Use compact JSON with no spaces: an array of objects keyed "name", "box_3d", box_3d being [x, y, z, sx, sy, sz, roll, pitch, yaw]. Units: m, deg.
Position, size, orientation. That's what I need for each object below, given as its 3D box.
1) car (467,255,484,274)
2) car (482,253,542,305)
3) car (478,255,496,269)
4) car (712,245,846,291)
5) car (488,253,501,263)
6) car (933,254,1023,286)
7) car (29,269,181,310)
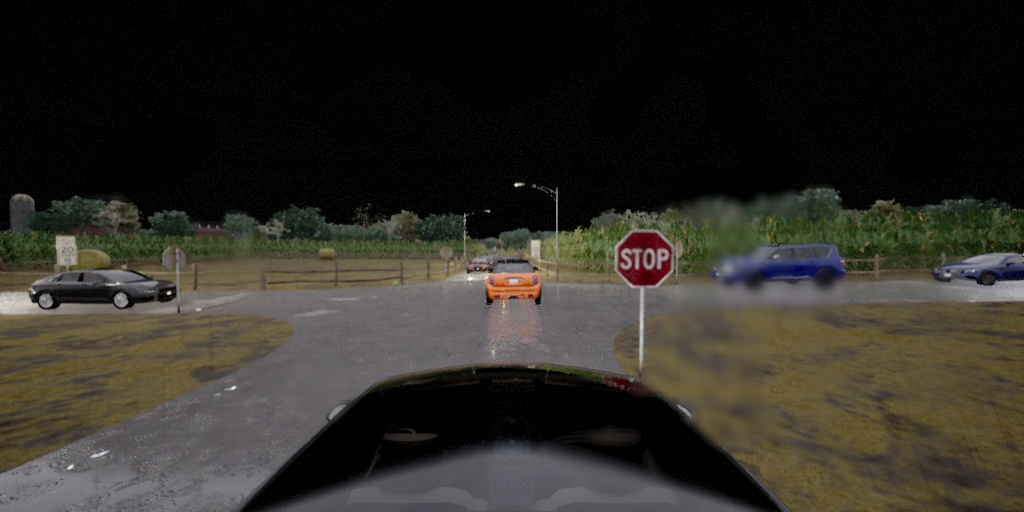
[{"name":"car","box_3d":[-2.892,0.869,32.271,1.994,1.385,4.181,0,1,0]},{"name":"car","box_3d":[0.055,0.892,15.173,2.097,1.767,4.553,-1,2,0]},{"name":"car","box_3d":[-2.907,0.636,42.681,1.837,1.490,4.892,0,1,0]},{"name":"car","box_3d":[12.783,0.509,17.310,5.566,2.045,2.150,-1,2,-1]},{"name":"car","box_3d":[-2.887,0.338,59.174,1.837,1.490,4.892,0,1,0]},{"name":"car","box_3d":[23.412,0.614,17.343,4.674,1.442,1.812,-1,2,0]},{"name":"car","box_3d":[-16.198,1.266,14.410,4.892,1.490,1.837,-1,2,0]}]
